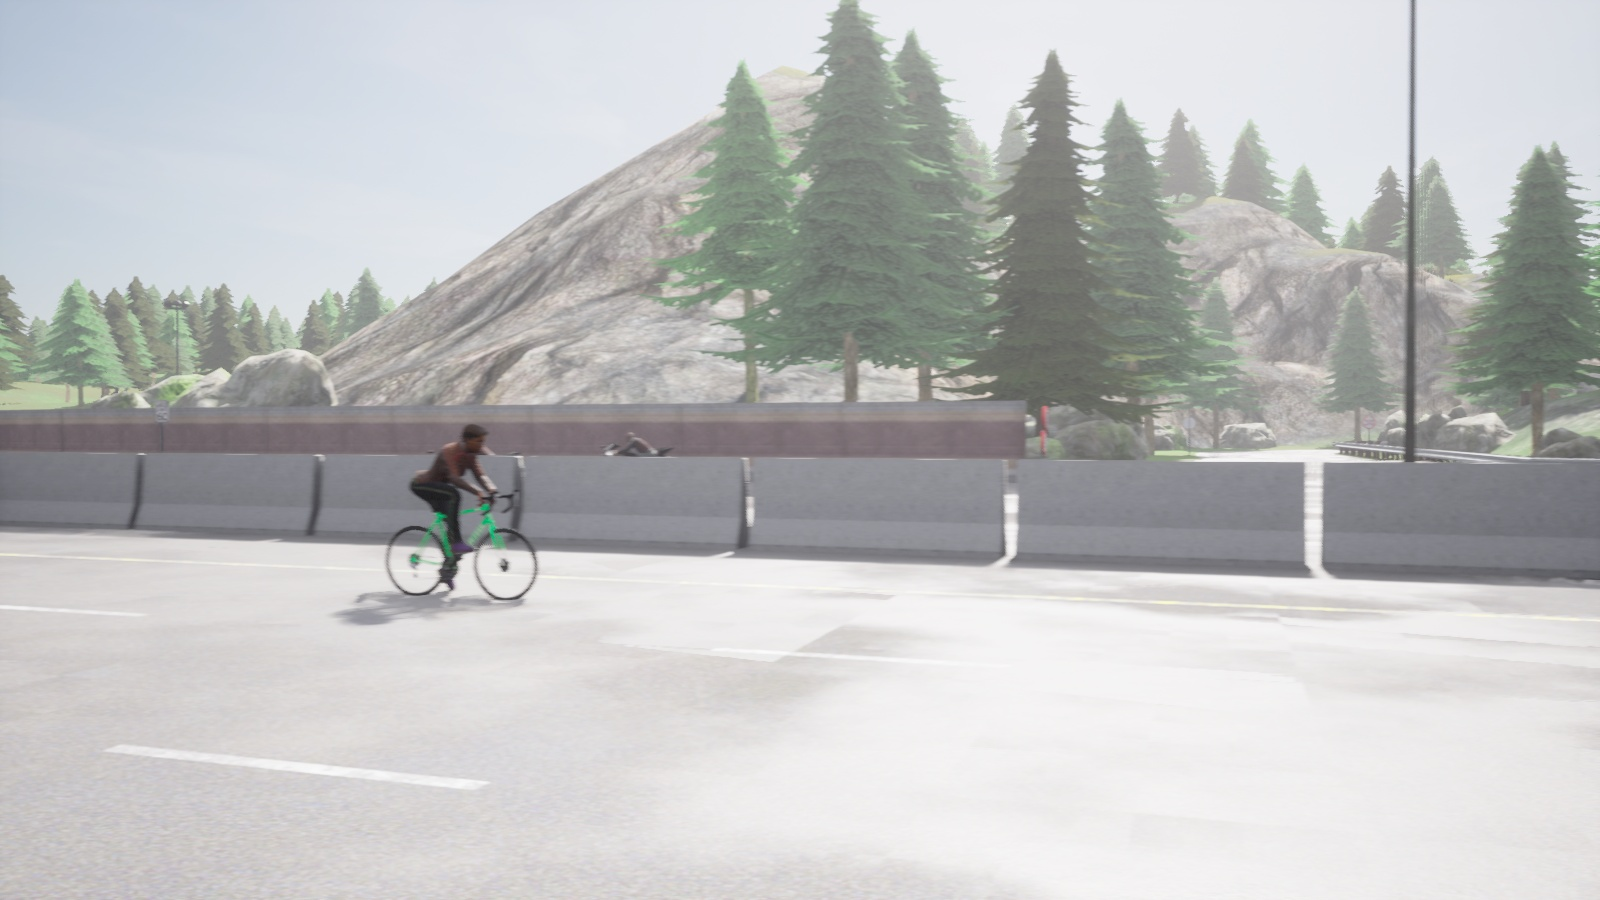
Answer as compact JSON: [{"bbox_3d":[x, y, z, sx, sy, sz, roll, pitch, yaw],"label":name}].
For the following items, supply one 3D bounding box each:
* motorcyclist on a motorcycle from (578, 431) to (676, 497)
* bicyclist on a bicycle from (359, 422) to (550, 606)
[{"bbox_3d":[-4.199,0.317,30.453,2.191,1.530,0.866,1,1,19],"label":"motorcyclist on a motorcycle"},{"bbox_3d":[-3.204,0.560,11.656,1.656,1.620,0.582,1,1,19],"label":"bicyclist on a bicycle"}]
